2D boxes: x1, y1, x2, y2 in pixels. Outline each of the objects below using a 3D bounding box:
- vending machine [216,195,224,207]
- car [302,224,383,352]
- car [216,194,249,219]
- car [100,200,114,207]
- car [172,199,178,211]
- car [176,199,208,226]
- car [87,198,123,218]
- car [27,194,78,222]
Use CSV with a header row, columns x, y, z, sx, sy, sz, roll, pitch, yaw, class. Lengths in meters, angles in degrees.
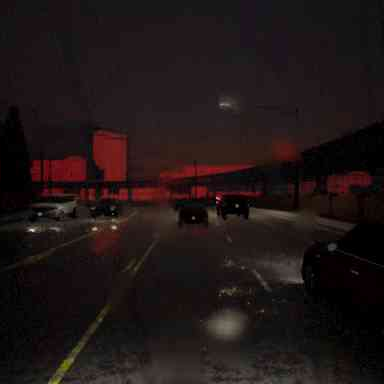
x,y,z,sx,sy,sz,roll,pitch,yaw,class
4.789,1.552,56.945,1.100,2.100,0.880,1,-1,-16,vending machine
3.599,1.344,5.871,2.097,1.767,4.553,0,0,0,car
3.426,1.187,28.763,2.150,2.045,5.566,0,0,-2,car
-17.814,2.500,69.754,1.994,1.385,4.181,1,-3,-26,car
-1.259,1.570,40.367,1.994,1.385,4.181,0,-1,-9,car
0.077,1.447,23.018,1.882,1.535,5.008,0,0,0,car
-7.361,1.306,29.135,2.097,1.767,4.553,0,0,-3,car
-10.690,1.182,25.986,2.150,2.045,5.566,0,0,-2,car
